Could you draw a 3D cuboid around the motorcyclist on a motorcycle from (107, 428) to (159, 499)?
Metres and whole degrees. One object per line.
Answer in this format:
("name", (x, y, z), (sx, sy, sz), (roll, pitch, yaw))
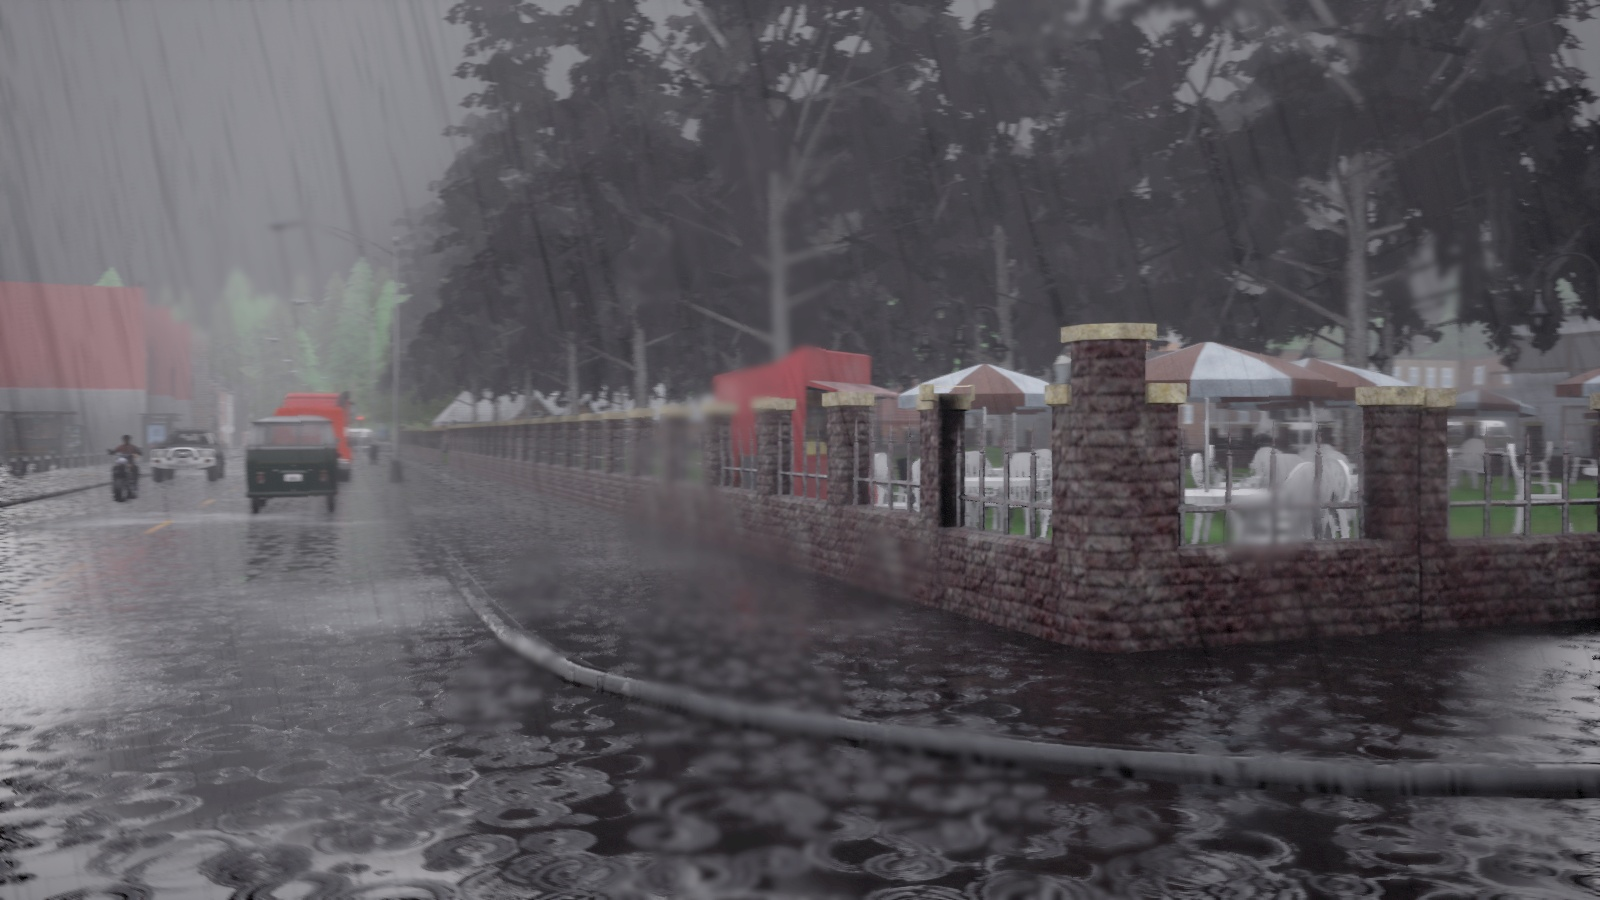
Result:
("motorcyclist on a motorcycle", (-16.146, 0.305, 30.453), (0.766, 1.649, 2.350), (0, 1, -20))

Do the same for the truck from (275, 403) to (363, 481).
("truck", (-16.174, -0.289, 42.407), (2.627, 2.467, 5.204), (0, 1, -20))

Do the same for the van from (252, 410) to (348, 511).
("van", (-10.681, 0.177, 27.057), (1.775, 1.987, 4.442), (0, 1, -20))

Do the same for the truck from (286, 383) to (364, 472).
("truck", (-20.046, -0.943, 53.224), (2.891, 3.462, 7.936), (0, 1, -20))

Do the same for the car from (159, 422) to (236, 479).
("car", (-20.852, -0.022, 43.596), (1.932, 1.855, 4.605), (0, 1, -20))

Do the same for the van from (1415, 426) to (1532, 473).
("van", (30.765, -0.059, 57.483), (2.069, 2.038, 4.480), (0, 1, -19))

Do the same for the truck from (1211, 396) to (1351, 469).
("truck", (24.364, -0.881, 64.172), (2.891, 3.462, 7.936), (0, 1, -11))
